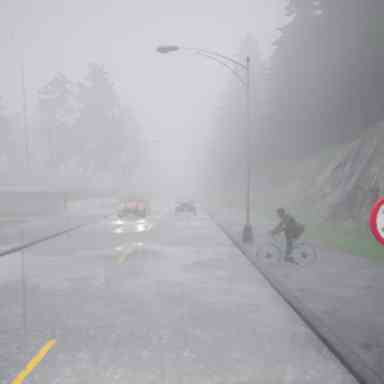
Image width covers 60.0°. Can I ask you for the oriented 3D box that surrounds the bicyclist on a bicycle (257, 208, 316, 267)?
[{"bbox_3d":[2.577,1.257,9.065,1.656,1.620,0.582,0,1,-1],"label":"bicyclist on a bicycle"}]

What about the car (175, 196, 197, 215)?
[{"bbox_3d":[-0.564,1.232,29.808,1.812,1.442,4.674,0,1,-1],"label":"car"}]

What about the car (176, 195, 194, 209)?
[{"bbox_3d":[-0.823,1.157,39.655,2.033,1.411,5.357,0,1,-1],"label":"car"}]

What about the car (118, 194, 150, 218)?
[{"bbox_3d":[-4.607,1.094,26.930,2.097,1.767,4.553,0,1,-1],"label":"car"}]
